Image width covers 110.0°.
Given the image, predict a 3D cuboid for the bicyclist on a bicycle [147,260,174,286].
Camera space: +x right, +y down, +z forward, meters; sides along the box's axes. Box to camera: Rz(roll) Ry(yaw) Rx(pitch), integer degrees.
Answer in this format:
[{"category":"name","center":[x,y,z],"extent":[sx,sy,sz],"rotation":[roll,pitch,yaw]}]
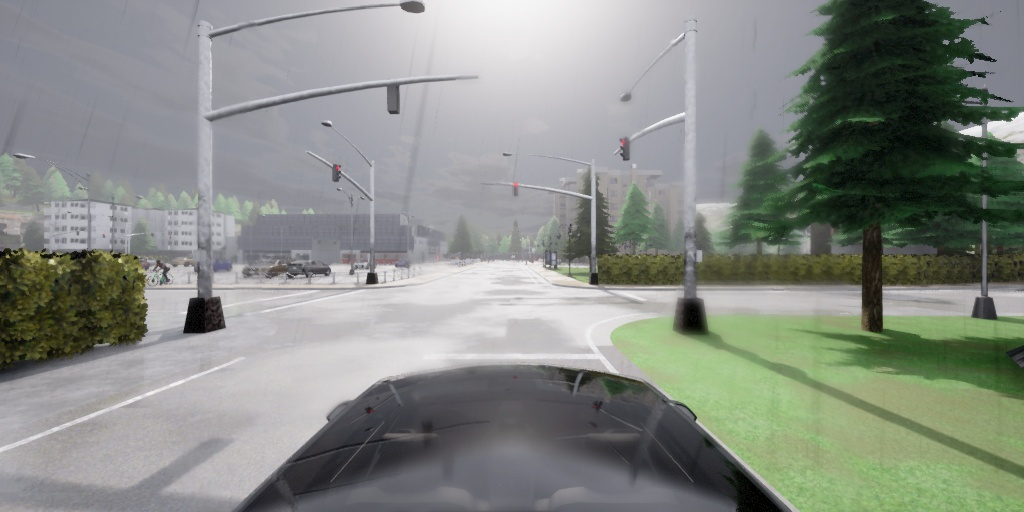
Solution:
[{"category":"bicyclist on a bicycle","center":[-21.761,1.051,22.213],"extent":[0.582,1.620,1.656],"rotation":[0,0,1]}]
